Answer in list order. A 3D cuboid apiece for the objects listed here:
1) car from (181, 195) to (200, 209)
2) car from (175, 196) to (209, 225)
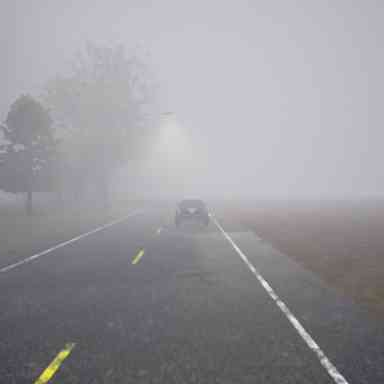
[{"bbox_3d":[-0.228,1.219,40.688,2.128,1.511,4.902,0,1,-1],"label":"car"},{"bbox_3d":[-0.013,1.196,22.648,2.097,1.767,4.553,0,0,0],"label":"car"}]
